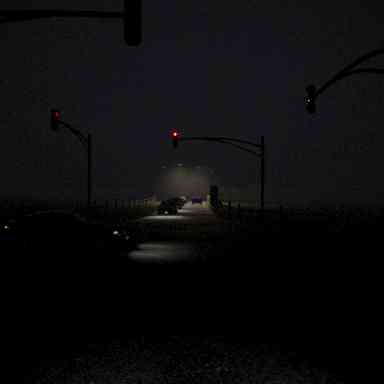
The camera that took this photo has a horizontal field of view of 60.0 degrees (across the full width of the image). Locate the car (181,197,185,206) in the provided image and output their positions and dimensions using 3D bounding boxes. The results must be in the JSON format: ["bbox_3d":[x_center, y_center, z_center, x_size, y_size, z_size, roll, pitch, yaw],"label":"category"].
[{"bbox_3d":[-2.265,1.514,43.957,1.837,1.490,4.892,0,0,1],"label":"car"}]

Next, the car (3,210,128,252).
[{"bbox_3d":[-4.858,1.454,13.025,4.674,1.442,1.812,1,0,1],"label":"car"}]

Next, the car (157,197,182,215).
[{"bbox_3d":[-2.414,1.553,34.180,2.033,1.411,5.357,0,0,0],"label":"car"}]

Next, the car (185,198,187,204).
[{"bbox_3d":[-2.122,1.560,53.805,2.033,1.411,5.357,0,0,1],"label":"car"}]

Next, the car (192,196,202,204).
[{"bbox_3d":[0.965,1.494,63.134,1.882,1.535,5.008,0,0,1],"label":"car"}]

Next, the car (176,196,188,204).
[{"bbox_3d":[-1.924,1.581,63.810,1.994,1.385,4.181,0,0,2],"label":"car"}]
